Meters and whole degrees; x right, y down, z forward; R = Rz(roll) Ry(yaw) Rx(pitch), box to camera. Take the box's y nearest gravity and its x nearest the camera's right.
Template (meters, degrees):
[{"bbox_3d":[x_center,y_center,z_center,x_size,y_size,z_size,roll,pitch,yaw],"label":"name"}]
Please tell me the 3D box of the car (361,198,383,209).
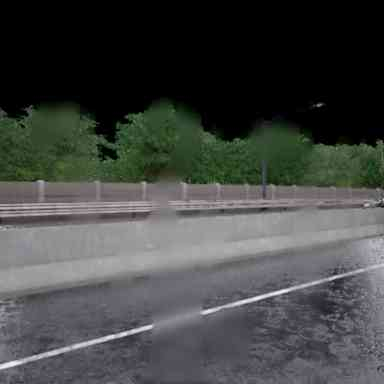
[{"bbox_3d":[23.380,1.560,42.153,4.902,1.511,2.128,1,0,-35],"label":"car"}]
